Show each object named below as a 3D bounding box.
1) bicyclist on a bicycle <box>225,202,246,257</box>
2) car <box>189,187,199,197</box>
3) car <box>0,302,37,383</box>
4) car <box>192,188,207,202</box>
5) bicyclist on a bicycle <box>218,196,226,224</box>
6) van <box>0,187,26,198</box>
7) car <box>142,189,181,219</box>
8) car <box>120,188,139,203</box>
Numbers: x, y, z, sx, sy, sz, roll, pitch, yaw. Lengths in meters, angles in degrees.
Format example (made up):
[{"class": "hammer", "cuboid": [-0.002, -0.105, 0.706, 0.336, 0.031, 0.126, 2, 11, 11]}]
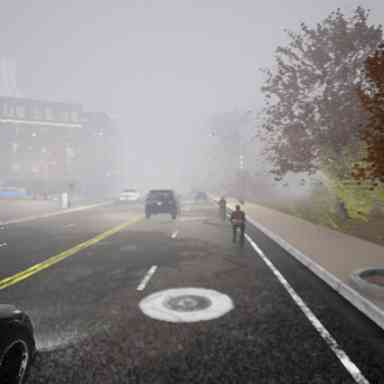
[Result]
[{"class": "bicyclist on a bicycle", "cuboid": [1.519, 1.242, 10.910, 0.582, 1.620, 1.656, 0, 1, 2]}, {"class": "car", "cuboid": [0.554, -0.077, 71.079, 2.150, 2.045, 5.566, -1, 1, -3]}, {"class": "car", "cuboid": [-2.947, 1.544, 2.338, 1.994, 1.385, 4.181, 0, 1, 3]}, {"class": "car", "cuboid": [1.261, 0.605, 49.001, 1.837, 1.490, 4.892, 0, 1, -1]}, {"class": "bicyclist on a bicycle", "cuboid": [1.839, 1.077, 19.991, 0.582, 1.620, 1.656, 0, 1, 2]}, {"class": "van", "cuboid": [-29.874, 0.143, 55.713, 3.998, 1.788, 1.690, 0, 0, -30]}, {"class": "car", "cuboid": [-2.089, 0.796, 24.611, 2.150, 2.045, 5.566, 0, 1, 1]}, {"class": "car", "cuboid": [-8.535, 0.466, 46.121, 2.150, 2.045, 5.566, 0, 1, -2]}]
